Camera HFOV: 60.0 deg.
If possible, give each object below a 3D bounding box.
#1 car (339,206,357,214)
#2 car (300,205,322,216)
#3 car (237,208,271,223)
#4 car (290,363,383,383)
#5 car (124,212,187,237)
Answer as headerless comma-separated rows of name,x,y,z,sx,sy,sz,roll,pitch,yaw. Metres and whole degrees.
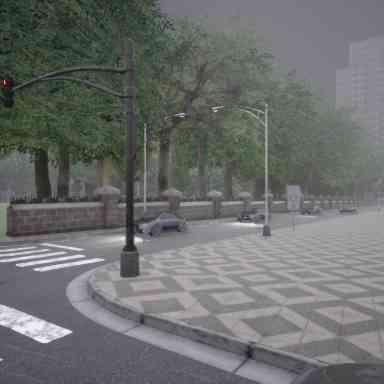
car,25.180,2.845,53.470,1.895,1.301,4.718,0,-1,36
car,17.107,2.588,47.420,2.033,1.411,5.357,0,-1,35
car,5.965,2.199,31.834,1.994,1.385,4.181,0,-1,35
car,2.380,1.551,1.263,4.403,1.369,2.008,0,0,36
car,-2.125,1.910,20.405,1.994,1.385,4.181,0,-1,35
